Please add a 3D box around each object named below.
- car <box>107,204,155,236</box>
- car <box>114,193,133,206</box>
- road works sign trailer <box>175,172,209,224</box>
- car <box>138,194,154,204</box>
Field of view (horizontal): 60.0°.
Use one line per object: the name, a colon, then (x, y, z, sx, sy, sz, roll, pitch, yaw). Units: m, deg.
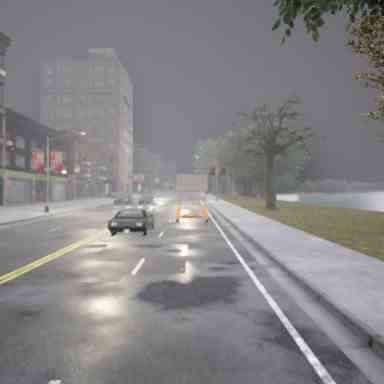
car: (-3.145, 1.566, 18.247, 1.895, 1.301, 4.718, 0, 0, 0)
car: (-9.807, 0.989, 47.808, 2.097, 1.767, 4.553, 0, 1, 0)
road works sign trailer: (0.007, 0.381, 23.791, 2.380, 3.560, 2.880, 0, 1, 0)
car: (-6.560, 1.142, 48.020, 1.837, 1.490, 4.892, 0, 0, 0)
